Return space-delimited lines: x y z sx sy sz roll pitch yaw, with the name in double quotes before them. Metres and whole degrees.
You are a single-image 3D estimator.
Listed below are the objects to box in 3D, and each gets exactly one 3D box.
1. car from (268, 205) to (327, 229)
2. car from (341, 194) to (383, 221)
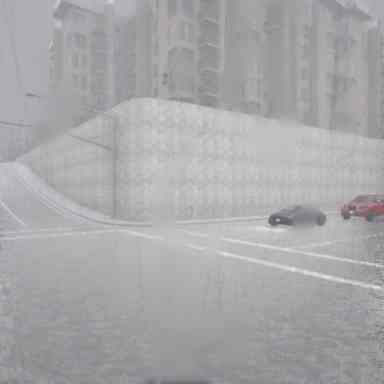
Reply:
"car" 6.953 1.565 21.838 4.181 1.385 1.994 0 0 -36
"car" 14.513 1.222 27.222 5.566 2.045 2.150 0 0 -35
